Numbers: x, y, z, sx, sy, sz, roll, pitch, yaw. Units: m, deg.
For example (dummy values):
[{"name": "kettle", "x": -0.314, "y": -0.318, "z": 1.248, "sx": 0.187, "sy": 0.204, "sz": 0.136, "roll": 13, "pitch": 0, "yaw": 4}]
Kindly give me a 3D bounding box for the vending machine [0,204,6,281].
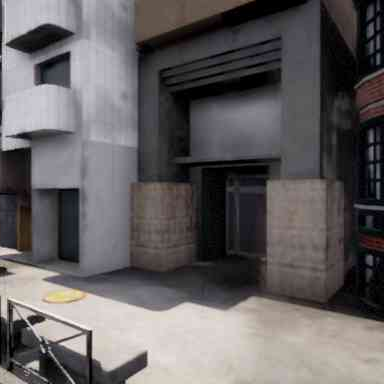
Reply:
[{"name": "vending machine", "x": -5.846, "y": 1.379, "z": 9.023, "sx": 0.880, "sy": 2.100, "sz": 1.100, "roll": 0, "pitch": 0, "yaw": 36}]
